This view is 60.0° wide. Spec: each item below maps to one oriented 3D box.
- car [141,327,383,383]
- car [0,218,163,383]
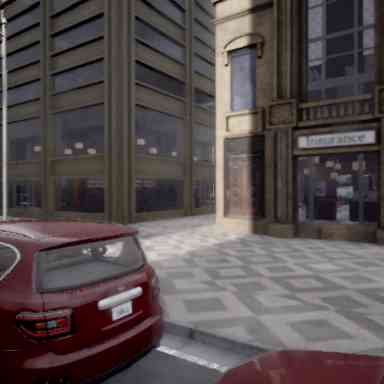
[{"bbox_3d":[1.951,1.564,1.641,4.206,1.307,1.802,0,0,34],"label":"car"},{"bbox_3d":[-2.704,1.308,4.759,5.009,1.841,2.192,0,0,34],"label":"car"}]
